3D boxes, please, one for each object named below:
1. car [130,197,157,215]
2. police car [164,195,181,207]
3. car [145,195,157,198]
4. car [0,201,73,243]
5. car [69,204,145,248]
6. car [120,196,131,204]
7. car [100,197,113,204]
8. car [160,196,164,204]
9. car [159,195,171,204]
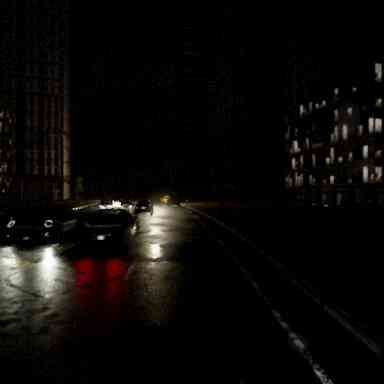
[{"bbox_3d":[-4.861,1.567,34.173,2.033,1.411,5.357,0,0,-5],"label":"car"},{"bbox_3d":[-2.904,1.455,52.653,1.930,1.638,5.238,0,0,-8],"label":"police car"},{"bbox_3d":[-10.060,1.455,85.297,2.033,1.411,5.357,0,0,-14],"label":"car"},{"bbox_3d":[-7.051,1.364,16.172,2.097,1.767,4.553,0,0,-3],"label":"car"},{"bbox_3d":[-3.542,1.500,14.951,2.128,1.511,4.902,0,0,-2],"label":"car"},{"bbox_3d":[-11.146,1.546,56.580,1.837,1.490,4.892,0,0,-8],"label":"car"},{"bbox_3d":[-14.342,1.536,55.973,2.128,1.511,4.902,0,0,-8],"label":"car"},{"bbox_3d":[-4.513,1.495,62.765,1.801,1.575,5.366,0,0,-10],"label":"car"},{"bbox_3d":[-5.601,1.501,68.762,1.801,1.575,5.366,0,0,-11],"label":"car"}]
